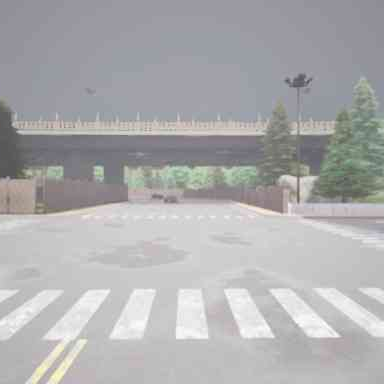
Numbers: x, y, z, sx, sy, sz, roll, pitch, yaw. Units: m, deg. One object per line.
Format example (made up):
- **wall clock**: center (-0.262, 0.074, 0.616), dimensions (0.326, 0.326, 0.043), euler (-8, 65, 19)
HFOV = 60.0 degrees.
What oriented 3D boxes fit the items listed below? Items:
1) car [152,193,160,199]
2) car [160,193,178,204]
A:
- **car**: center (-8.103, 0.987, 80.251), dimensions (1.882, 1.535, 5.008), euler (0, 0, -28)
- **car**: center (-3.485, 1.208, 55.332), dimensions (2.128, 1.511, 4.902), euler (0, 1, 3)
